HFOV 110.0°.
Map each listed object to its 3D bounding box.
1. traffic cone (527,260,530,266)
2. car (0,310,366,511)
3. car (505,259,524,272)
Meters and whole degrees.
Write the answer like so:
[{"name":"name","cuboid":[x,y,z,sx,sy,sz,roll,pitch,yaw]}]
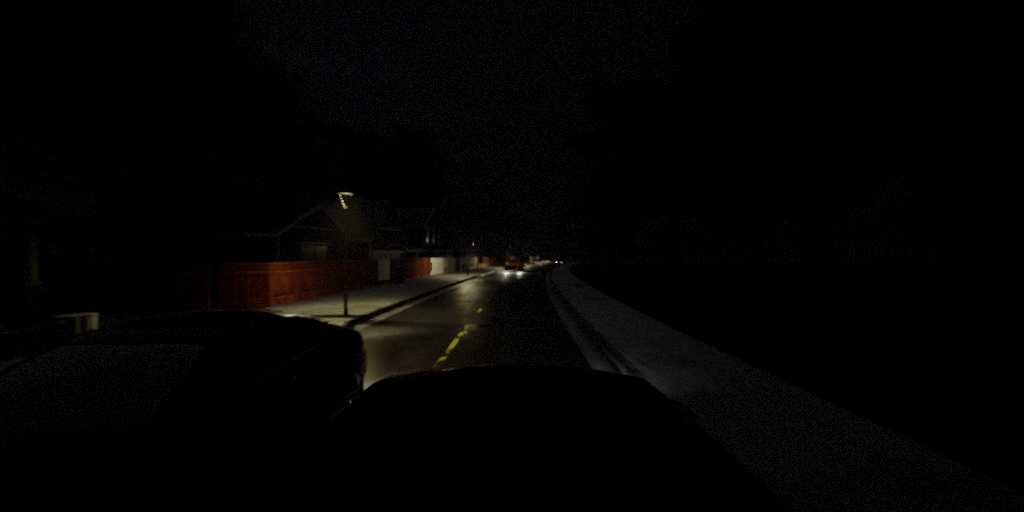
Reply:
[{"name":"traffic cone","cuboid":[2.789,1.515,65.162,0.340,0.580,0.340,0,0,12]},{"name":"car","cuboid":[-2.805,1.266,2.952,1.812,1.442,4.674,0,0,0]},{"name":"car","cuboid":[0.333,1.099,45.072,1.882,1.535,5.008,0,0,8]}]
